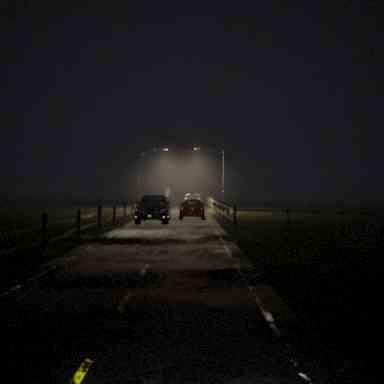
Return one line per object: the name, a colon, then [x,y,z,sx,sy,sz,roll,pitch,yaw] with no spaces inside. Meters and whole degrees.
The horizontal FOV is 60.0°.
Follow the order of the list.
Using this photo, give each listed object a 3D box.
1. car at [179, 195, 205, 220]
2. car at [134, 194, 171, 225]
car: [0.014,1.348,28.194,2.097,1.767,4.553,0,0,0]
car: [-2.752,1.208,24.342,2.150,2.045,5.566,0,0,0]
